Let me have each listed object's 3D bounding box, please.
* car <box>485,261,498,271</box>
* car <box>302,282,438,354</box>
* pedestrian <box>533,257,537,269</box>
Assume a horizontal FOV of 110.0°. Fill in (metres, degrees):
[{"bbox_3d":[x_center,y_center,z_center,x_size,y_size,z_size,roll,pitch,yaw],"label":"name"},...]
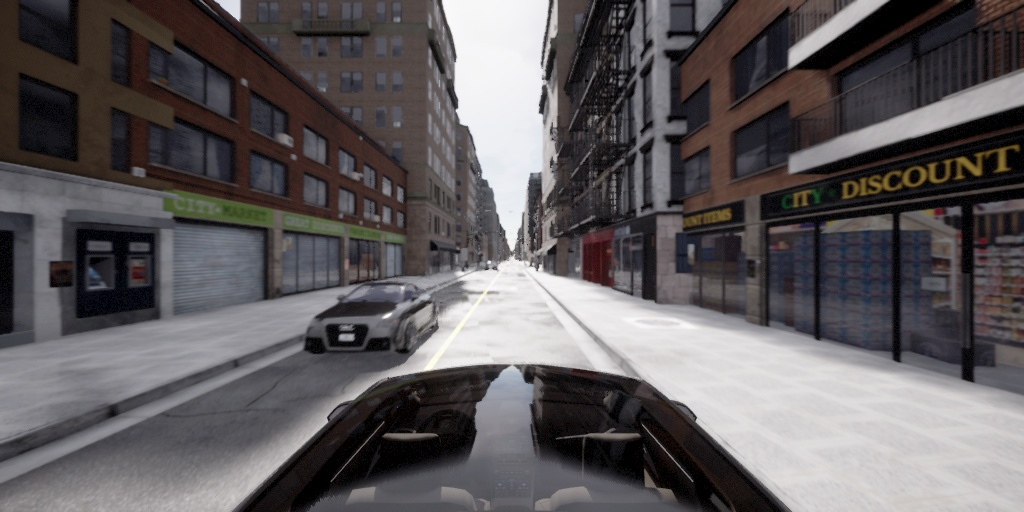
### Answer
[{"bbox_3d":[-3.007,1.438,53.147,2.128,1.511,4.902,0,0,0],"label":"car"},{"bbox_3d":[-3.102,1.341,8.724,1.994,1.385,4.181,0,0,0],"label":"car"},{"bbox_3d":[3.628,1.059,55.853,0.375,1.860,0.375,0,0,0],"label":"pedestrian"}]
